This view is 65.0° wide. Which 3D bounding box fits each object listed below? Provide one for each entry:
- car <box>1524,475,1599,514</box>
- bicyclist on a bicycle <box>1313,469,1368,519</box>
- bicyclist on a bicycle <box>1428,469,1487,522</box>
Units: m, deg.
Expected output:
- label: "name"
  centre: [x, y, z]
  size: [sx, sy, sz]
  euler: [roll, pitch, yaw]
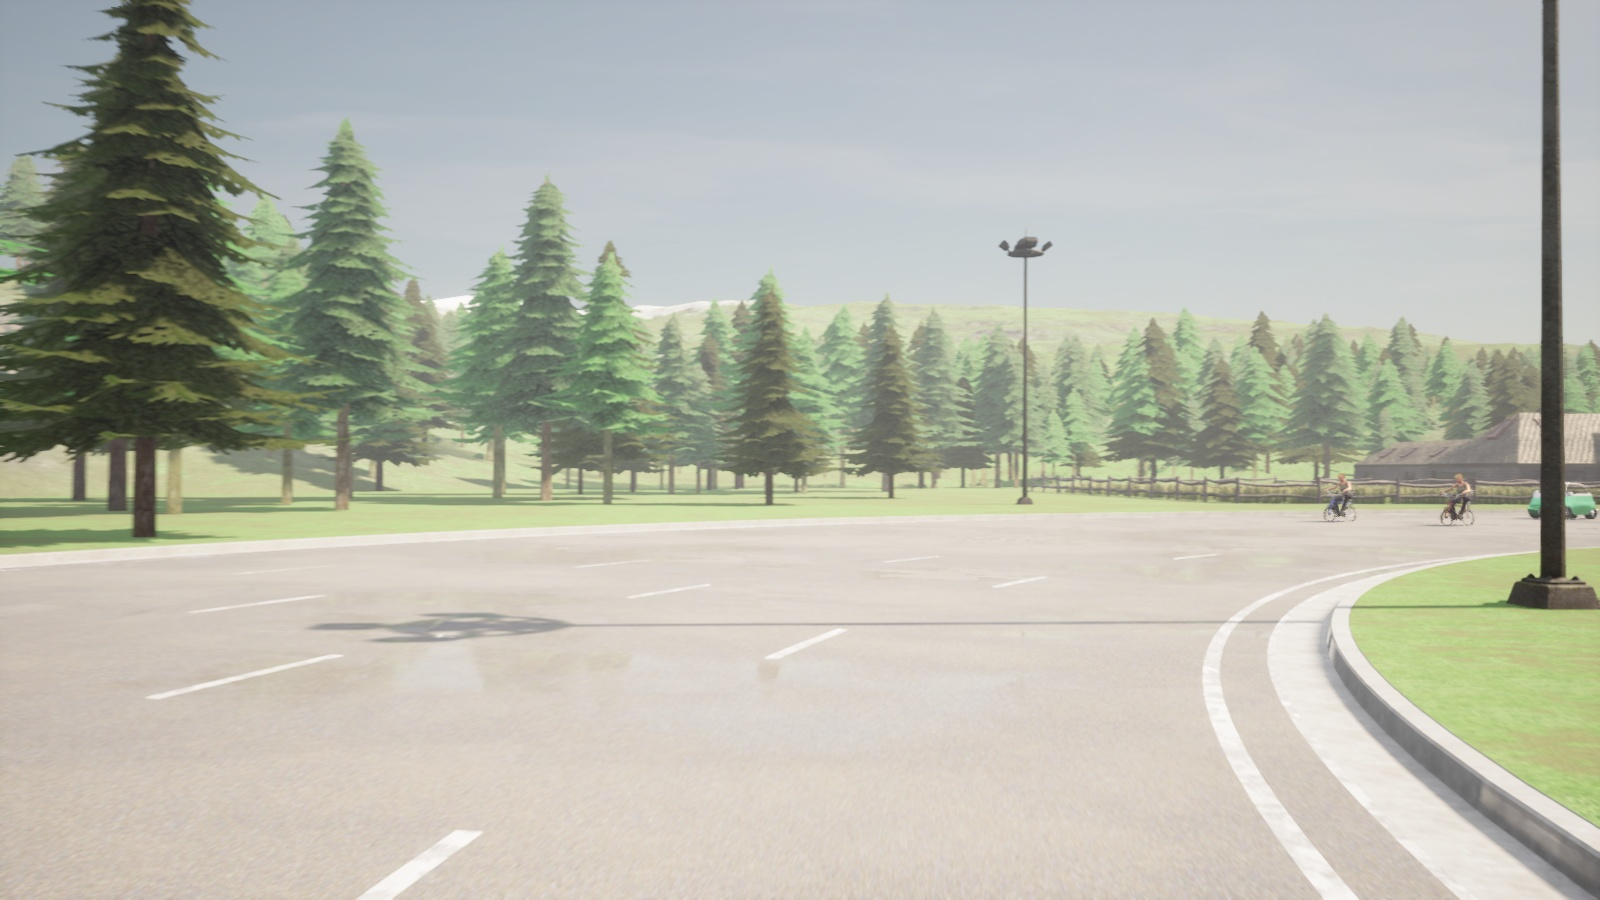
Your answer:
- label: "car"
  centre: [27.694, 1.604, 45.482]
  size: [2.207, 1.376, 1.481]
  euler: [1, -1, -20]
- label: "bicyclist on a bicycle"
  centre: [17.765, 1.434, 41.290]
  size: [1.509, 1.612, 0.866]
  euler: [0, -1, -26]
- label: "bicyclist on a bicycle"
  centre: [20.208, 1.382, 38.585]
  size: [1.509, 1.612, 0.866]
  euler: [0, -1, -25]
